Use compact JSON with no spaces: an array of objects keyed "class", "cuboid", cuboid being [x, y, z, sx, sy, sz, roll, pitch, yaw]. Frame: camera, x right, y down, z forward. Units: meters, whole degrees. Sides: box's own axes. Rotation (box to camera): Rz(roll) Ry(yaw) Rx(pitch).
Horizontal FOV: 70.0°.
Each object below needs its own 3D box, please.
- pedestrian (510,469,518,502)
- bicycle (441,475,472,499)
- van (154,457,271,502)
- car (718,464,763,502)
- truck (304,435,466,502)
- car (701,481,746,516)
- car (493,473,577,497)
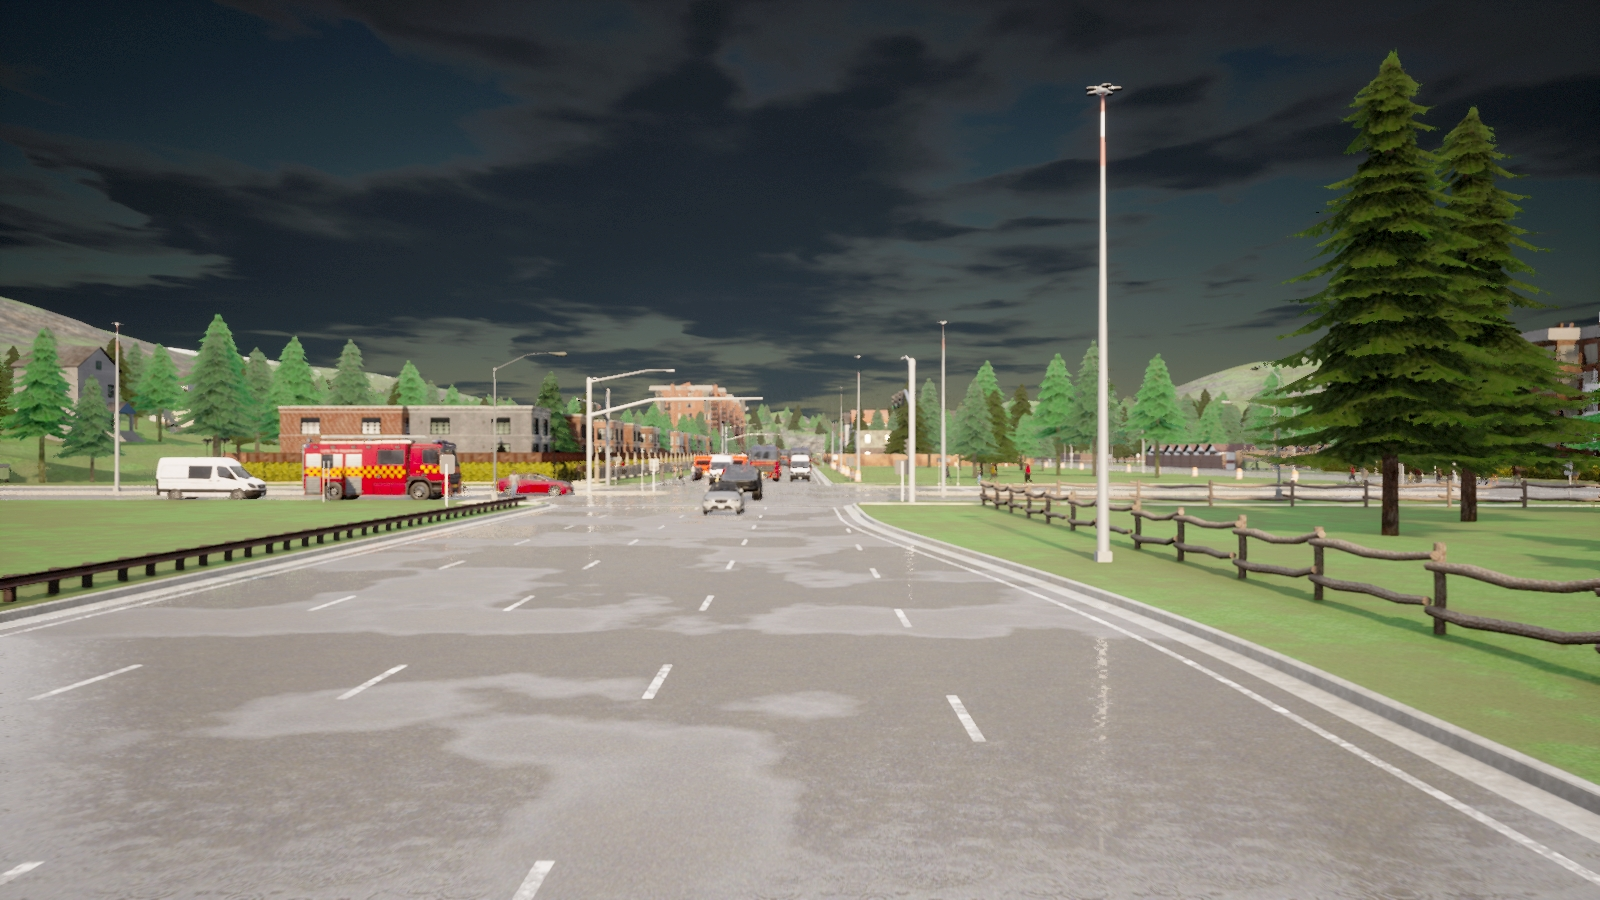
[{"class":"pedestrian","cuboid":[-16.449,2.029,65.697,0.375,1.860,0.375,0,0,-20]},{"class":"bicycle","cuboid":[-21.222,2.254,70.567,1.835,1.471,0.329,0,0,1]},{"class":"van","cuboid":[-34.505,1.720,67.213,5.915,2.561,1.988,0,0,1]},{"class":"car","cuboid":[-3.487,1.942,68.545,2.390,2.098,6.274,0,0,0]},{"class":"truck","cuboid":[-24.185,1.074,66.857,8.468,3.827,2.891,0,0,1]},{"class":"car","cuboid":[-3.492,2.211,52.658,1.816,1.474,4.193,0,0,0]},{"class":"car","cuboid":[-17.142,2.250,74.044,4.902,1.511,2.128,0,0,1]}]
